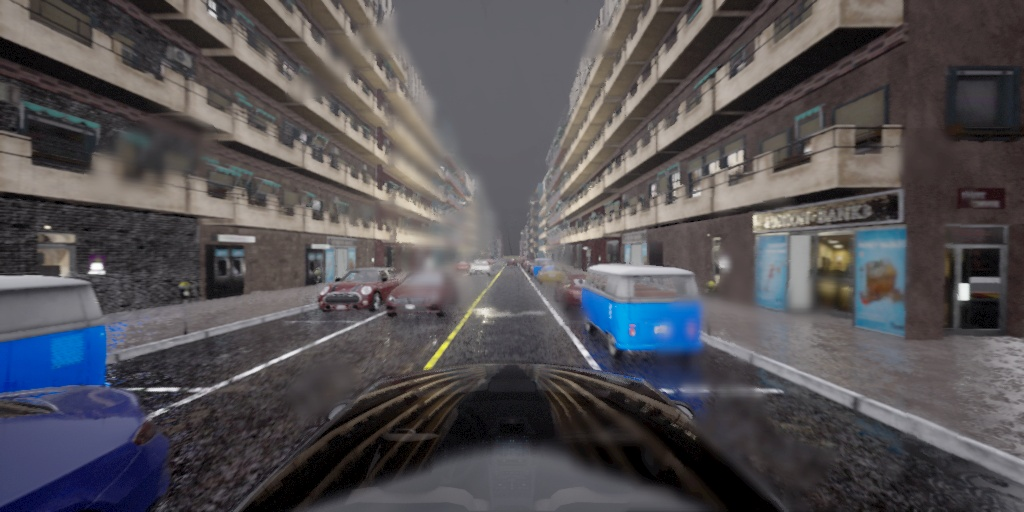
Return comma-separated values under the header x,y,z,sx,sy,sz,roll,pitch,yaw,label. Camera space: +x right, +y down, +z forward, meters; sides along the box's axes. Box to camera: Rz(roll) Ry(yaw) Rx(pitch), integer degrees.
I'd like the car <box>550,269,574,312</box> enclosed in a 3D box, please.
x,y,z,sx,sy,sz,roll,pitch,yaw,label
2.699,1.332,13.951,1.802,1.307,4.207,0,0,0,car

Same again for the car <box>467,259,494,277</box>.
x,y,z,sx,sy,sz,roll,pitch,yaw,label
-3.002,1.281,35.658,1.812,1.442,4.674,0,0,1,car

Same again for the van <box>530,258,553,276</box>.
x,y,z,sx,sy,sz,roll,pitch,yaw,label
2.715,1.096,31.006,1.690,1.789,3.998,0,0,0,van

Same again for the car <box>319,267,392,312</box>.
x,y,z,sx,sy,sz,roll,pitch,yaw,label
-5.691,1.186,13.962,1.967,1.591,4.097,0,0,0,car

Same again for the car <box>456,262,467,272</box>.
x,y,z,sx,sy,sz,roll,pitch,yaw,label
-5.656,1.342,42.385,1.802,1.307,4.207,0,0,0,car

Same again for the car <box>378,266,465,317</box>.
x,y,z,sx,sy,sz,roll,pitch,yaw,label
-3.077,1.274,13.213,1.812,1.442,4.674,0,0,0,car

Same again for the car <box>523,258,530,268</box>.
x,y,z,sx,sy,sz,roll,pitch,yaw,label
2.730,1.351,48.060,1.802,1.307,4.207,0,0,0,car

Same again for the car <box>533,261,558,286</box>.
x,y,z,sx,sy,sz,roll,pitch,yaw,label
2.710,1.278,25.491,1.751,1.417,4.829,0,0,0,car

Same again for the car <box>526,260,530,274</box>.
x,y,z,sx,sy,sz,roll,pitch,yaw,label
2.720,1.341,36.691,1.802,1.307,4.207,0,0,0,car

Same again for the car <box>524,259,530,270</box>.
x,y,z,sx,sy,sz,roll,pitch,yaw,label
2.725,1.329,42.375,1.948,1.339,4.313,0,0,0,car

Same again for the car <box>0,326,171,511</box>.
x,y,z,sx,sy,sz,roll,pitch,yaw,label
-3.107,1.275,0.392,1.812,1.442,4.674,0,0,0,car

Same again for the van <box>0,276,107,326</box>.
x,y,z,sx,sy,sz,roll,pitch,yaw,label
-5.670,1.088,2.592,1.690,1.789,3.998,0,0,0,van

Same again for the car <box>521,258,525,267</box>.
x,y,z,sx,sy,sz,roll,pitch,yaw,label
2.735,1.320,53.745,1.888,1.381,4.507,0,0,0,car

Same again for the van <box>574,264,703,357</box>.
x,y,z,sx,sy,sz,roll,pitch,yaw,label
2.696,1.091,8.267,1.690,1.789,3.998,0,0,0,van
